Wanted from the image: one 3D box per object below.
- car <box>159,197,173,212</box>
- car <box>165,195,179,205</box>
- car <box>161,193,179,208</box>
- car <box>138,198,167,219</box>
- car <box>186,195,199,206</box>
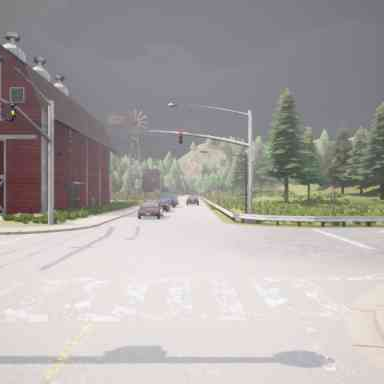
[{"bbox_3d":[-3.535,1.601,38.304,1.895,1.301,4.718,0,0,0],"label":"car"},{"bbox_3d":[-3.464,1.353,58.242,2.097,1.767,4.553,0,0,0],"label":"car"},{"bbox_3d":[-3.506,1.222,48.364,2.150,2.045,5.566,0,0,1],"label":"car"},{"bbox_3d":[-3.551,1.526,29.143,1.812,1.442,4.674,0,0,0],"label":"car"},{"bbox_3d":[0.094,1.352,55.549,2.097,1.767,4.553,0,0,0],"label":"car"}]
